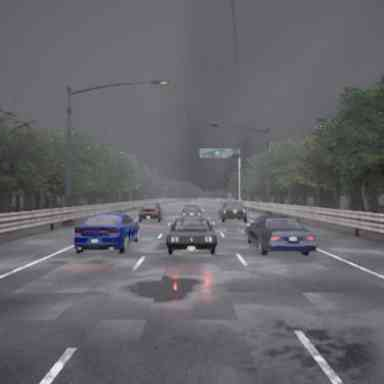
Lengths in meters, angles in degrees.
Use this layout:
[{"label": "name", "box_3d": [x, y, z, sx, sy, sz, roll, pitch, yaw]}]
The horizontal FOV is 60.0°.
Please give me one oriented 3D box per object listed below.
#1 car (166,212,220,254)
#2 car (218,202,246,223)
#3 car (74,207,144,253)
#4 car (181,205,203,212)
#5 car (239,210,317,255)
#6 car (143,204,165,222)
[{"label": "car", "box_3d": [-0.011, 1.744, 14.096, 1.895, 1.301, 4.718, 0, -1, 0]}, {"label": "car", "box_3d": [3.477, 1.654, 29.065, 2.097, 1.767, 4.553, 0, -1, 0]}, {"label": "car", "box_3d": [-3.508, 1.625, 14.461, 1.882, 1.535, 5.008, 0, 0, 0]}, {"label": "car", "box_3d": [-0.023, 1.850, 28.980, 2.033, 1.411, 5.357, 0, -1, 0]}, {"label": "car", "box_3d": [3.489, 1.690, 13.983, 2.033, 1.411, 5.357, 0, -1, 0]}, {"label": "car", "box_3d": [-3.521, 1.813, 29.286, 1.837, 1.490, 4.892, 0, 0, 0]}]
